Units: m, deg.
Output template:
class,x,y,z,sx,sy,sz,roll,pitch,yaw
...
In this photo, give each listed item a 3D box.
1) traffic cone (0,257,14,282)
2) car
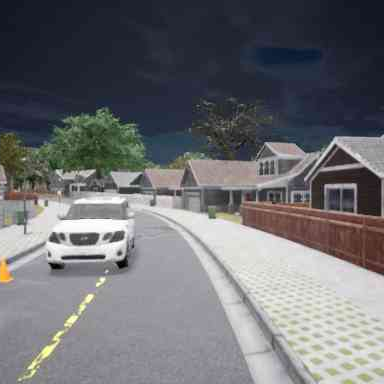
class,x,y,z,sx,sy,sz,roll,pitch,yaw
traffic cone,-4.764,1.952,8.439,0.340,0.580,0.340,0,0,-5
car,-3.140,1.209,11.419,2.150,2.045,5.566,0,0,-6
